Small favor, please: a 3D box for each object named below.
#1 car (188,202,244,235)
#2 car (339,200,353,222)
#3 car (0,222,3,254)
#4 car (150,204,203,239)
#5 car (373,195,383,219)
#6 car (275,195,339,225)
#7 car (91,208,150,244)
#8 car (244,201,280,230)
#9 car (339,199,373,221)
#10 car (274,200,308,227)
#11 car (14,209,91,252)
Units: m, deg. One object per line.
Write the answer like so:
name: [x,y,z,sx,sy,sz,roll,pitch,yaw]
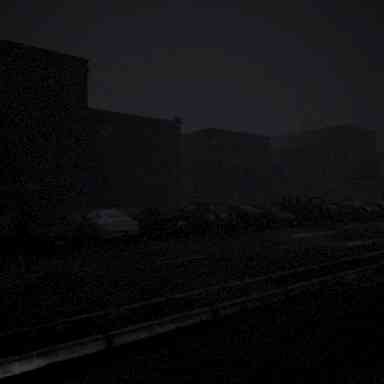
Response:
car: [0.422,1.358,19.094,2.185,1.767,4.553,0,0,-36]
car: [9.371,1.554,25.540,2.002,1.452,4.674,0,0,-36]
car: [-8.544,1.503,12.673,2.163,1.488,4.792,0,0,-36]
car: [-1.854,1.508,17.537,2.163,1.488,4.792,0,0,-36]
car: [13.835,1.409,28.779,2.185,1.767,4.553,0,0,-36]
car: [7.112,1.254,23.960,2.435,2.045,5.566,0,0,-36]
car: [-4.107,1.516,15.884,2.002,1.452,4.674,0,0,-36]
car: [2.648,1.489,20.720,2.097,1.535,5.008,0,0,-36]
car: [11.594,1.554,27.171,2.163,1.488,4.792,0,0,-36]
car: [4.902,1.526,22.306,2.163,1.488,4.792,0,0,-36]
car: [-6.304,1.503,14.278,2.163,1.488,4.792,0,0,-36]
